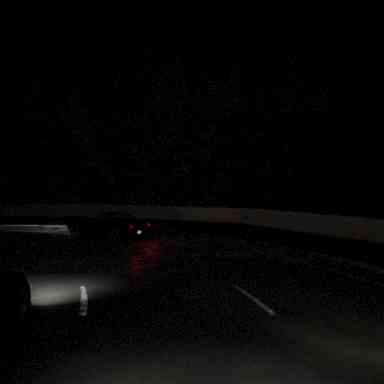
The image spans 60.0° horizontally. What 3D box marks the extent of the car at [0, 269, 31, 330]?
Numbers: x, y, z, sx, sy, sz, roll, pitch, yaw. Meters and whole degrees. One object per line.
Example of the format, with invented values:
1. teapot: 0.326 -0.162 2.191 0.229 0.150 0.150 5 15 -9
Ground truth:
1. car: -3.651 1.553 4.087 1.812 1.442 4.674 0 -1 -6

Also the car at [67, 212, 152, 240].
1. car: -4.505 1.713 17.759 4.718 1.301 1.895 0 0 33
